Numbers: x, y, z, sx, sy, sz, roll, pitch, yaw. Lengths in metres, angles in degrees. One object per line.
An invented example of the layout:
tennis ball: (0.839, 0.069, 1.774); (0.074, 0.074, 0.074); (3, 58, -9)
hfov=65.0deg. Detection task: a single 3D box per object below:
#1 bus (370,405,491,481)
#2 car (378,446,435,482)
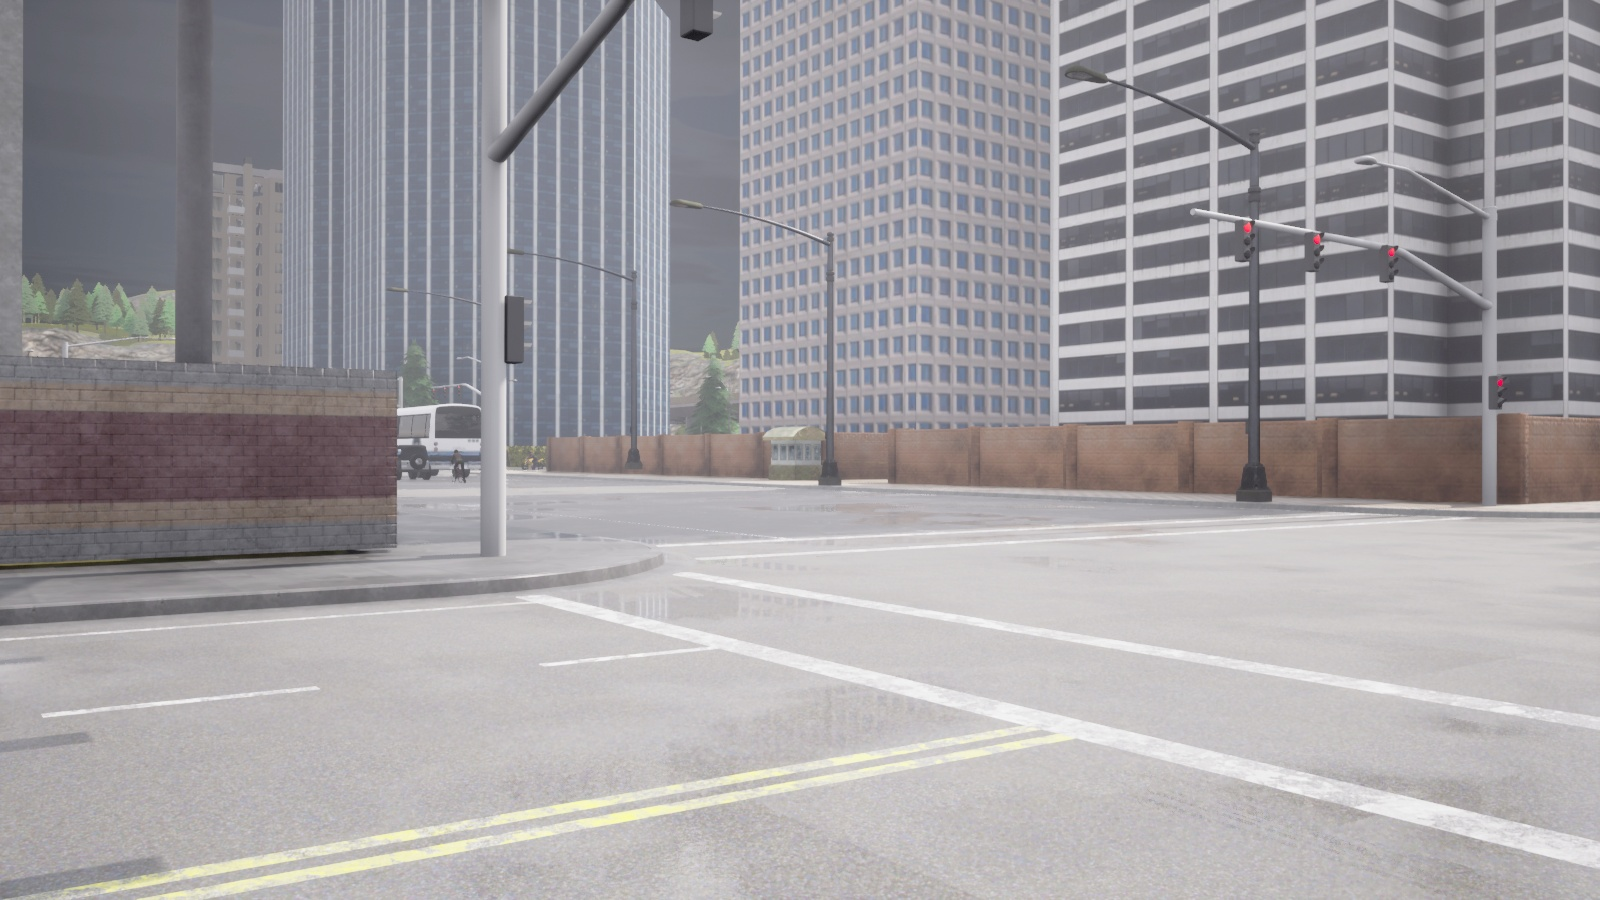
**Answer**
bus: (-22.406, -0.400, 75.653); (3.944, 4.253, 10.273); (0, 0, -35)
car: (-21.288, 0.751, 67.864); (1.905, 1.878, 3.866); (0, 0, -35)
